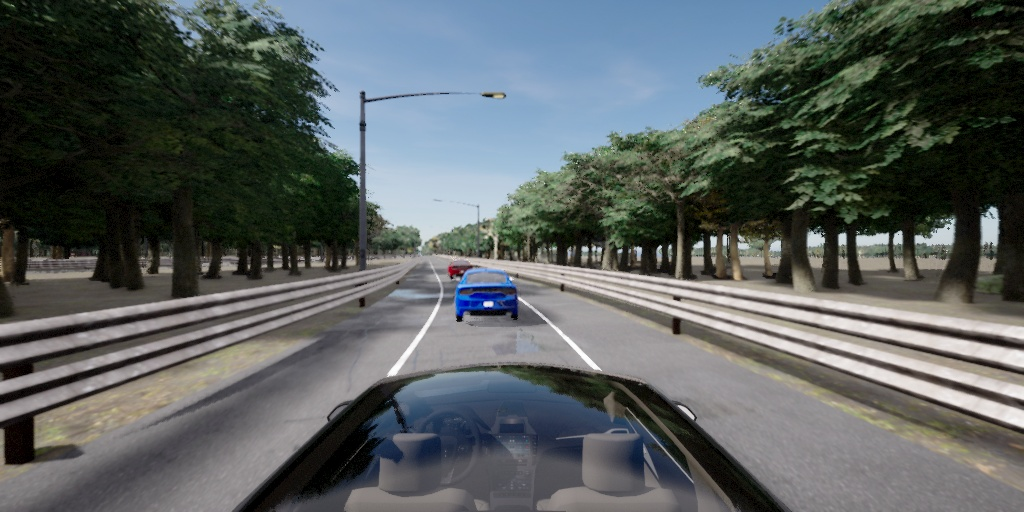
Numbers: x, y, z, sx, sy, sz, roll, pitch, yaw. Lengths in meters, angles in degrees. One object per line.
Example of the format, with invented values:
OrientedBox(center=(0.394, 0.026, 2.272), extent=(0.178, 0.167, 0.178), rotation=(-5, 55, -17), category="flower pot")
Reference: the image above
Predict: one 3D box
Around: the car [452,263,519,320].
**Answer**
OrientedBox(center=(-0.931, 1.169, 12.392), extent=(1.882, 1.535, 5.008), rotation=(0, 0, -6), category="car")

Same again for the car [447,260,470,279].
OrientedBox(center=(-4.426, 1.063, 30.458), extent=(1.882, 1.535, 5.008), rotation=(0, 0, -13), category="car")
